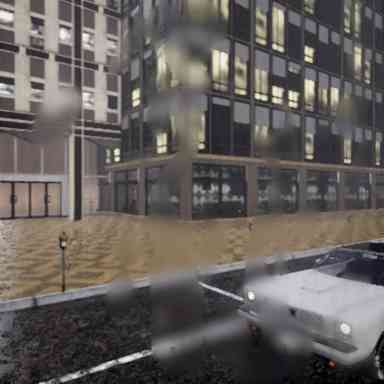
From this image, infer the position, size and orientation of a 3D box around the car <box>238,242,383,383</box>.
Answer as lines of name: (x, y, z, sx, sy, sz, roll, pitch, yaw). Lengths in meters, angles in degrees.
car: (3.031, 1.605, 5.537, 4.718, 1.301, 1.895, 0, 0, -35)
